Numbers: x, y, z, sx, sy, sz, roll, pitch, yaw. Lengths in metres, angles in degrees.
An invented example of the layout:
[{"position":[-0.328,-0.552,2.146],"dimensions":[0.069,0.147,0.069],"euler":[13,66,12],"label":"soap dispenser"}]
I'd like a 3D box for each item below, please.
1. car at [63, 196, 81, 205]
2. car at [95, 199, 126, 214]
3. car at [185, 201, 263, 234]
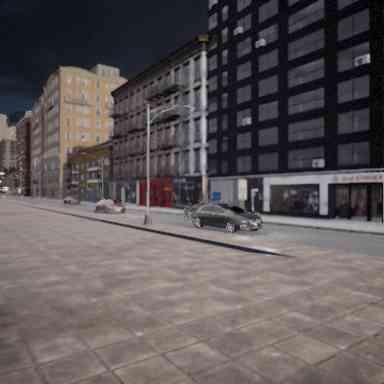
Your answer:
[{"position":[-19.490,1.329,54.106],"dimensions":[2.128,1.511,4.902],"euler":[0,0,-35],"label":"car"},{"position":[-8.279,1.410,33.280],"dimensions":[1.812,1.442,4.674],"euler":[0,0,-36],"label":"car"},{"position":[1.863,1.425,18.988],"dimensions":[1.837,1.490,4.892],"euler":[0,0,-35],"label":"car"}]
